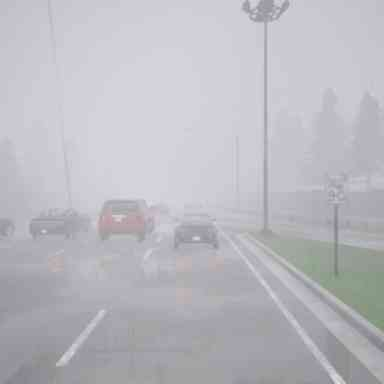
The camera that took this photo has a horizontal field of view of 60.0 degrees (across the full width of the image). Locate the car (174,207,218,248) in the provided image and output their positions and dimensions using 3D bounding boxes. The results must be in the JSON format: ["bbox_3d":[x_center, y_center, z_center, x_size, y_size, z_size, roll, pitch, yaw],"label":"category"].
[{"bbox_3d":[0.169,1.635,15.217,1.812,1.442,4.674,0,0,0],"label":"car"}]

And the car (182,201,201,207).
[{"bbox_3d":[0.117,1.839,33.089,1.895,1.301,4.718,0,0,0],"label":"car"}]

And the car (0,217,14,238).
[{"bbox_3d":[-10.318,1.584,15.564,1.882,1.535,5.008,0,0,0],"label":"car"}]

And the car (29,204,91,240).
[{"bbox_3d":[-6.825,1.616,17.779,2.128,1.511,4.902,0,0,0],"label":"car"}]

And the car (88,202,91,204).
[{"bbox_3d":[-10.404,1.779,36.115,1.812,1.442,4.674,0,0,0],"label":"car"}]

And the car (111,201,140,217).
[{"bbox_3d":[-6.893,1.741,35.176,2.128,1.511,4.902,0,0,0],"label":"car"}]

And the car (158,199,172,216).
[{"bbox_3d":[-3.404,1.783,36.187,1.812,1.442,4.674,0,0,0],"label":"car"}]

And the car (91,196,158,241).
[{"bbox_3d":[-3.322,1.348,17.665,2.150,2.045,5.566,0,0,0],"label":"car"}]
